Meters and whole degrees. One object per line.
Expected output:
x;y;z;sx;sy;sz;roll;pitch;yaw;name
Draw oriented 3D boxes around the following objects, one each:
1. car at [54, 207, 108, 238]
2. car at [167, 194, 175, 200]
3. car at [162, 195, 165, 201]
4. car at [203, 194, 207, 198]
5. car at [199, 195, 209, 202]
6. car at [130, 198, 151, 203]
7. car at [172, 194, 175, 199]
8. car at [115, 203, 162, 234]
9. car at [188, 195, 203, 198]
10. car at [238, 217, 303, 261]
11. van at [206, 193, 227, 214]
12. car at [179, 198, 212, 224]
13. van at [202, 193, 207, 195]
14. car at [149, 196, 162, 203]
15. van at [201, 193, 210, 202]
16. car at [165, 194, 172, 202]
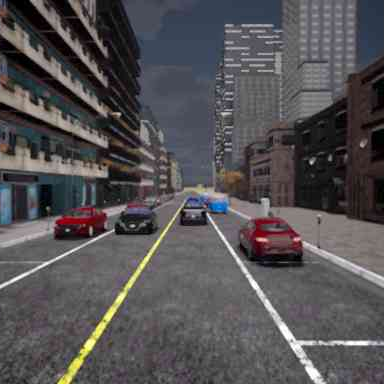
-5.704;1.503;17.501;1.887;1.381;4.507;-1;0;0;car
-5.707;1.303;90.048;1.947;1.339;4.313;-1;0;0;car
-5.707;1.309;50.984;1.967;1.590;4.097;-1;0;0;car
2.675;1.429;45.447;1.887;1.381;4.507;-1;0;0;car
2.674;1.362;73.348;1.947;1.339;4.313;-1;0;0;car
-5.704;1.497;34.242;1.802;1.307;4.206;-1;0;0;car
-5.707;1.322;78.886;1.887;1.381;4.507;-1;0;0;car
-3.008;1.519;18.780;1.994;1.385;4.181;0;0;0;car
0.098;1.373;41.441;1.882;1.535;5.008;0;0;0;car
2.677;1.554;11.967;1.802;1.307;4.206;-1;0;0;car
2.672;1.256;34.286;1.690;1.788;3.998;-1;0;0;van
0.100;1.431;24.472;2.128;1.511;4.902;0;0;0;car
2.671;1.193;56.607;1.690;1.788;3.998;-1;0;0;van
-5.706;1.436;45.404;2.008;1.369;4.403;-1;0;0;car
2.670;1.156;67.767;1.690;1.788;3.998;-1;0;0;van
-5.706;1.366;67.725;2.008;1.369;4.403;-1;0;0;car
